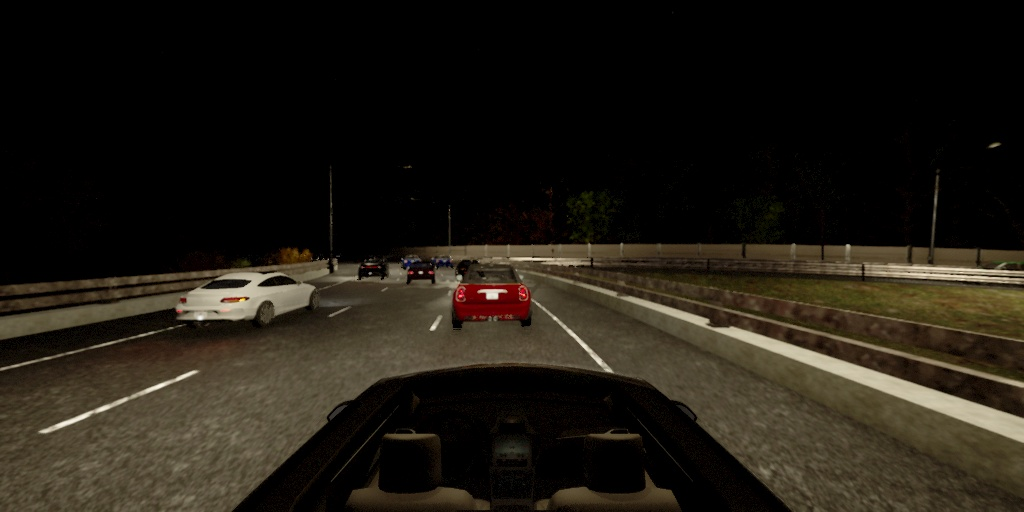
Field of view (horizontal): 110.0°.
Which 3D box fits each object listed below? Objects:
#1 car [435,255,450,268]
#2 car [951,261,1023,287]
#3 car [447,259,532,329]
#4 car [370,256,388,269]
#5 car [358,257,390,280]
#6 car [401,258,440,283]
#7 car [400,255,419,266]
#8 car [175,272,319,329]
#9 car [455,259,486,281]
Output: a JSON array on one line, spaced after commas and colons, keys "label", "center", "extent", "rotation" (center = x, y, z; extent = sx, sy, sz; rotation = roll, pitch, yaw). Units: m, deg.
[{"label": "car", "center": [-8.646, 0.648, 43.806], "extent": [2.097, 1.767, 4.553], "rotation": [0, 1, -21]}, {"label": "car", "center": [38.547, 1.415, 27.897], "extent": [5.566, 2.045, 2.150], "rotation": [4, 2, 27]}, {"label": "car", "center": [-0.667, 0.997, 11.090], "extent": [2.097, 1.767, 4.553], "rotation": [0, 1, -5]}, {"label": "car", "center": [-16.838, 0.811, 45.219], "extent": [1.837, 1.490, 4.892], "rotation": [0, 1, -24]}, {"label": "car", "center": [-10.501, 0.982, 27.416], "extent": [2.128, 1.511, 4.902], "rotation": [0, 1, -14]}, {"label": "car", "center": [-6.213, 1.055, 24.717], "extent": [2.033, 1.411, 5.357], "rotation": [0, 1, -13]}, {"label": "car", "center": [-12.238, 0.659, 43.342], "extent": [2.097, 1.767, 4.553], "rotation": [-1, 1, -22]}, {"label": "car", "center": [-7.643, 1.194, 10.868], "extent": [1.812, 1.442, 4.674], "rotation": [0, 1, -5]}, {"label": "car", "center": [-3.254, 0.995, 27.286], "extent": [1.812, 1.442, 4.674], "rotation": [0, 1, -13]}]
